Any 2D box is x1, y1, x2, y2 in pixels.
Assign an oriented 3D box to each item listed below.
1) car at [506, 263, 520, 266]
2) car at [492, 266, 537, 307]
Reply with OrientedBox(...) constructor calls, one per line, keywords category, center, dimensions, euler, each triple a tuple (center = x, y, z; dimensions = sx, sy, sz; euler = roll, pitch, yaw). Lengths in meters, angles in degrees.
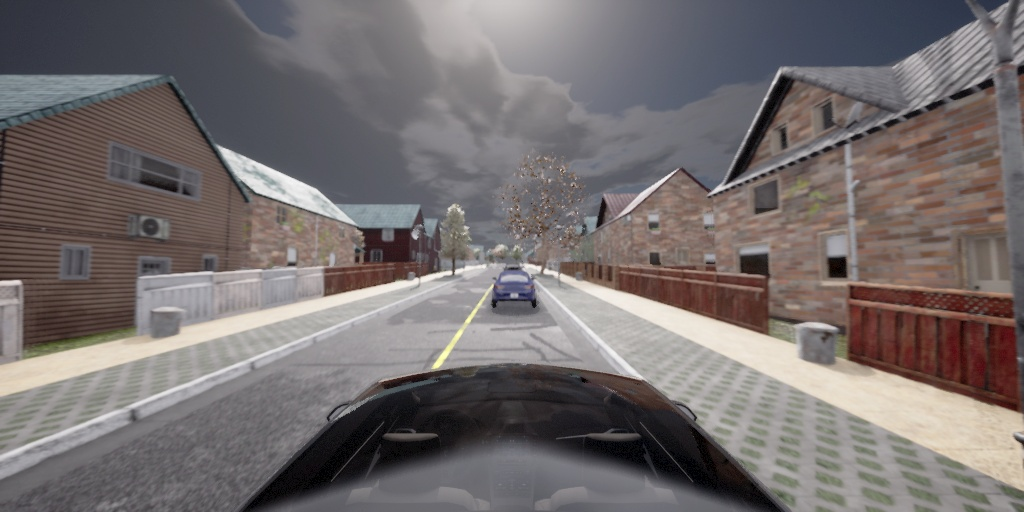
OrientedBox(category="car", center=(0.079, 1.446, 35.063), dimensions=(1.837, 1.490, 4.892), euler=(0, 0, 0))
OrientedBox(category="car", center=(0.091, 1.350, 15.921), dimensions=(1.812, 1.442, 4.674), euler=(0, 0, 0))
